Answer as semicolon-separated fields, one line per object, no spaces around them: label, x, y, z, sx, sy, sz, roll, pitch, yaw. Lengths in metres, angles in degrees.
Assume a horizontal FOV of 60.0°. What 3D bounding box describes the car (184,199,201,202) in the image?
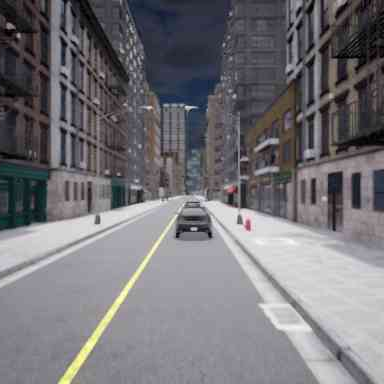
car;0.081;1.538;40.640;2.128;1.511;4.902;0;0;0

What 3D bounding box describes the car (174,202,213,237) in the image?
car;0.091;1.515;18.235;1.837;1.490;4.892;0;0;0
